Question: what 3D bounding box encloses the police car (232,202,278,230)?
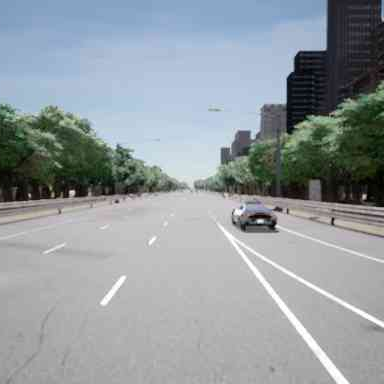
[{"bbox_3d":[3.610,1.365,20.213,2.038,1.542,4.974,0,0,-2],"label":"police car"}]
